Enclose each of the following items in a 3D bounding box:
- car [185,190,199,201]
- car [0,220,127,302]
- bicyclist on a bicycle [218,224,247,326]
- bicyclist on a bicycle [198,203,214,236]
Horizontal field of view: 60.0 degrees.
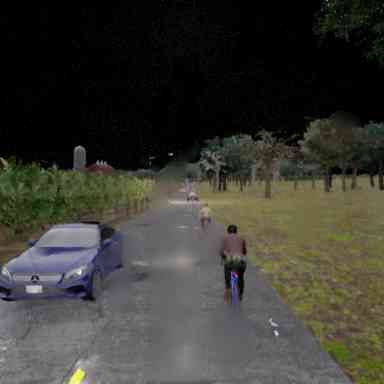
[{"bbox_3d":[0.089,0.785,57.733,1.812,1.442,4.674,0,1,0],"label":"car"},{"bbox_3d":[-2.852,1.491,8.335,1.812,1.442,4.674,0,0,0],"label":"car"},{"bbox_3d":[0.755,1.427,6.060,0.582,1.620,1.656,0,0,0],"label":"bicyclist on a bicycle"},{"bbox_3d":[0.723,1.360,16.950,0.866,1.612,1.509,0,0,0],"label":"bicyclist on a bicycle"}]
